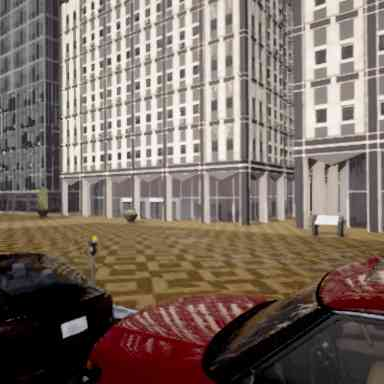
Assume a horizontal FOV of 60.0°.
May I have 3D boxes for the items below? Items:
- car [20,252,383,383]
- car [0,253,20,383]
[{"bbox_3d":[1.449,1.314,1.845,5.009,1.841,2.192,-1,0,35],"label":"car"},{"bbox_3d":[-3.045,1.608,5.049,4.313,1.339,1.947,-1,0,35],"label":"car"}]
